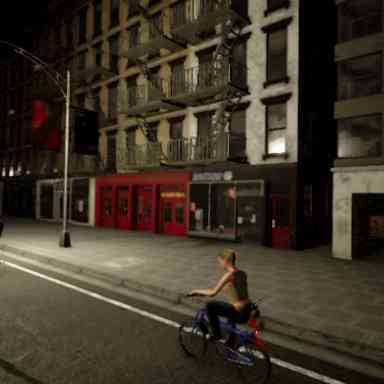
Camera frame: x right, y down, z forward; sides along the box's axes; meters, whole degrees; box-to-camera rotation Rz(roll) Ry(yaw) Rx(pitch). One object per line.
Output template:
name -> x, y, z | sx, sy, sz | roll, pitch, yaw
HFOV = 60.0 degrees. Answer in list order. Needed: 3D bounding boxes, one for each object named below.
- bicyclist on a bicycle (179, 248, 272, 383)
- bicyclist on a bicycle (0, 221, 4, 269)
bicyclist on a bicycle -> 0.380, 1.544, 4.391 | 1.509, 1.612, 0.866 | 0, -2, 41
bicyclist on a bicycle -> -6.083, 1.465, 10.035 | 1.843, 1.776, 0.659 | 0, -1, 41
